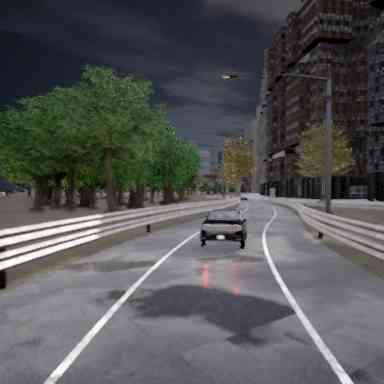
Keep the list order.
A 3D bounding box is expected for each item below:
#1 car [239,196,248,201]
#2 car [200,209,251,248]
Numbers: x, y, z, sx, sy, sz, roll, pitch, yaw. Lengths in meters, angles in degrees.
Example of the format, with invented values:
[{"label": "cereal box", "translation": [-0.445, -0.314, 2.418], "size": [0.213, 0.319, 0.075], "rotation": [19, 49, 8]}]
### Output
[{"label": "car", "translation": [12.449, 1.553, 81.746], "size": [1.895, 1.301, 4.718], "rotation": [0, 0, -3]}, {"label": "car", "translation": [1.559, 1.498, 14.998], "size": [2.128, 1.511, 4.902], "rotation": [0, 0, 11]}]
